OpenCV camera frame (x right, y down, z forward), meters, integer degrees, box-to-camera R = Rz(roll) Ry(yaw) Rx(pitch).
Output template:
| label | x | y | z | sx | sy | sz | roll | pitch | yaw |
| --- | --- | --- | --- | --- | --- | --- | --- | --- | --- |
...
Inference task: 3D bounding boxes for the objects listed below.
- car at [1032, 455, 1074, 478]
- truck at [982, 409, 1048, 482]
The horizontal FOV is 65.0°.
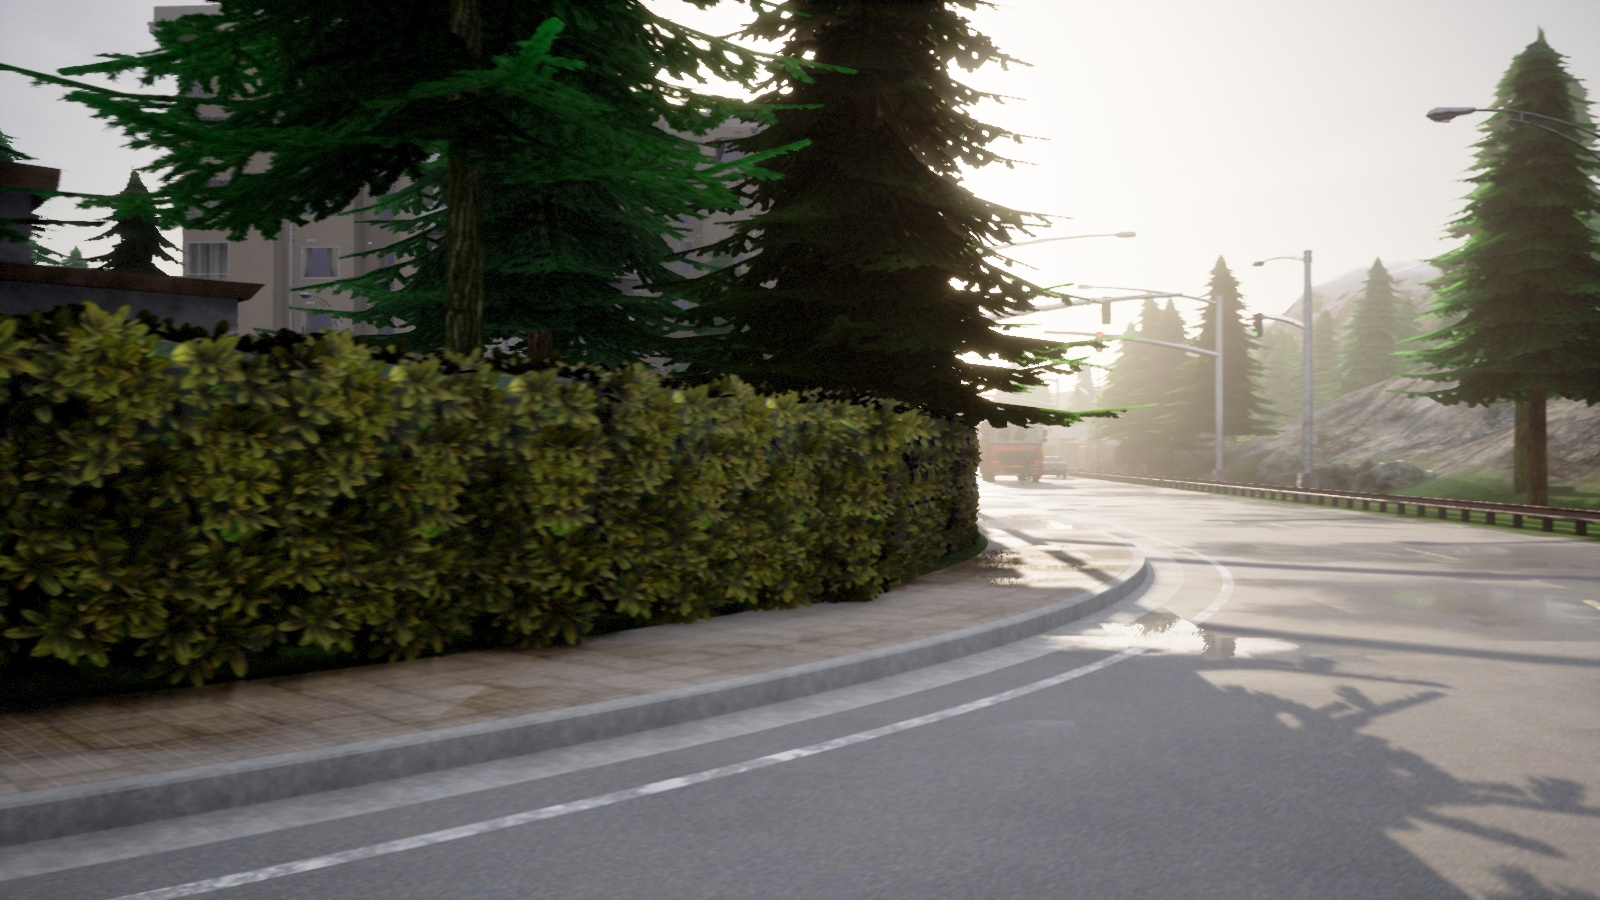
| label | x | y | z | sx | sy | sz | roll | pitch | yaw |
| --- | --- | --- | --- | --- | --- | --- | --- | --- | --- |
| car | 16.292 | 1.039 | 81.037 | 2.033 | 1.411 | 5.357 | 0 | 0 | 5 |
| truck | 11.924 | -0.199 | 70.396 | 2.891 | 3.827 | 8.468 | 0 | 0 | 5 |
